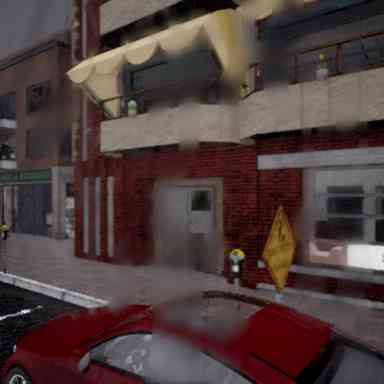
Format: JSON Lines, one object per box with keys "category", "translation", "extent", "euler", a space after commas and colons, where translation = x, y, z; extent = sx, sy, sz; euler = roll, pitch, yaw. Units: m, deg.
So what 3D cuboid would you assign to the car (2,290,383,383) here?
{"category": "car", "translation": [0.015, 1.588, 2.927], "extent": [4.206, 1.307, 1.802], "euler": [0, 0, 36]}
